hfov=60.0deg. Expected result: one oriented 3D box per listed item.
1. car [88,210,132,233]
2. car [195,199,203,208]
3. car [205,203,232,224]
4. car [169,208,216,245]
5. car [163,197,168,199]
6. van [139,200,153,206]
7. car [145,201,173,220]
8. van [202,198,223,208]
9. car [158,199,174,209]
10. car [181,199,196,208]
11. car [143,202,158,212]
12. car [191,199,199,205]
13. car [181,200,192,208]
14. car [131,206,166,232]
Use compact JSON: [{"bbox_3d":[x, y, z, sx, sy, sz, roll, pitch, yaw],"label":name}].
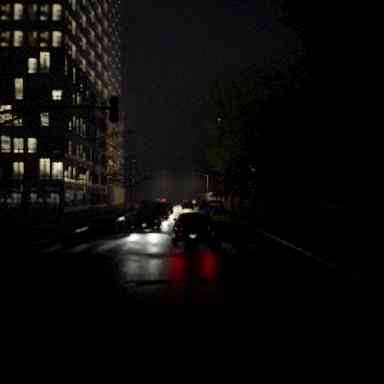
[{"bbox_3d":[-5.459,1.851,21.787,2.008,1.369,4.403,0,-1,-1],"label":"car"},{"bbox_3d":[1.875,2.138,49.961,1.752,1.417,4.829,0,-1,-2],"label":"car"},{"bbox_3d":[2.339,1.867,27.790,1.752,1.417,4.829,0,-1,-1],"label":"car"},{"bbox_3d":[0.006,1.739,16.609,1.812,1.442,4.674,0,-1,-1],"label":"car"},{"bbox_3d":[-7.080,2.285,77.234,2.192,1.841,5.009,0,-1,-2],"label":"car"},{"bbox_3d":[-6.003,1.914,43.966,1.690,1.788,3.998,0,-1,-1],"label":"van"},{"bbox_3d":[-3.156,1.927,32.459,1.837,1.490,4.892,0,-1,-1],"label":"car"},{"bbox_3d":[2.249,1.749,33.166,1.690,1.788,3.998,0,-1,-1],"label":"van"},{"bbox_3d":[-3.337,2.027,42.910,1.882,1.535,5.008,0,-1,-1],"label":"car"},{"bbox_3d":[-0.677,2.135,52.867,1.882,1.535,5.008,0,-1,-2],"label":"car"},{"bbox_3d":[-6.141,2.185,49.508,1.887,1.381,4.507,0,-1,-1],"label":"car"},{"bbox_3d":[0.697,2.532,83.226,1.752,1.417,4.829,0,-1,-3],"label":"car"},{"bbox_3d":[-1.087,2.272,63.083,2.128,1.511,4.902,0,-1,-2],"label":"car"},{"bbox_3d":[-3.027,1.862,22.421,1.994,1.385,4.181,0,-1,-3],"label":"car"}]
